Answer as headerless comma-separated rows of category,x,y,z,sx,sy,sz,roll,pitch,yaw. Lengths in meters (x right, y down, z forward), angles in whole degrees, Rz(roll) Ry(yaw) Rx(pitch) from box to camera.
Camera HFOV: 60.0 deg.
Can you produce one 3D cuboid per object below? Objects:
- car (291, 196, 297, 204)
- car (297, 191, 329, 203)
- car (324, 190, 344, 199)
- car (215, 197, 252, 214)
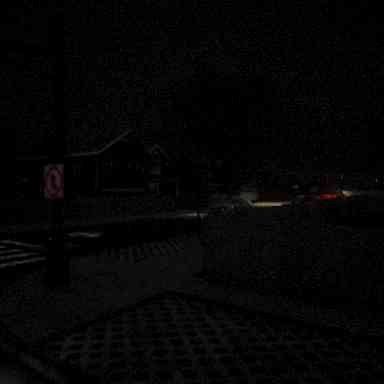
car,15.612,1.069,46.828,2.033,1.411,5.357,1,1,36
car,15.109,1.061,41.218,1.882,1.535,5.008,1,1,35
car,20.965,0.718,49.375,2.150,2.045,5.566,1,1,38
car,3.862,1.214,29.830,1.812,1.442,4.674,1,1,34
